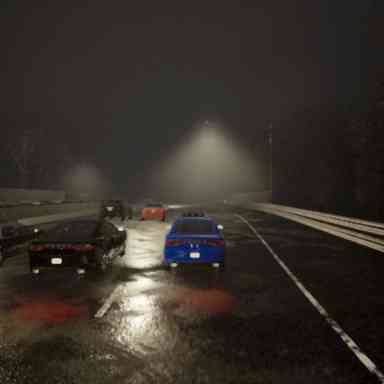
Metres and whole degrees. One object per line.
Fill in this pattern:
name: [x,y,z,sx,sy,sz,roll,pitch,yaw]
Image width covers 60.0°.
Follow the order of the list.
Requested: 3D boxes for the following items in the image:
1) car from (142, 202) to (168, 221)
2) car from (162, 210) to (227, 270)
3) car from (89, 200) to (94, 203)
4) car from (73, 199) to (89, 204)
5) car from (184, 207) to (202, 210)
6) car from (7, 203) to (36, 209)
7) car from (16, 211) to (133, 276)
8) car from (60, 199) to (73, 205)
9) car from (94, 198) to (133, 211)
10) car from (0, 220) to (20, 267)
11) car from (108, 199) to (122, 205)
car: [-3.412,1.733,31.355,2.097,1.767,4.553,0,-1,0]
car: [0.089,1.617,11.601,1.882,1.535,5.008,0,-1,0]
car: [-21.022,2.355,74.871,1.994,1.385,4.181,0,-1,0]
car: [-24.522,2.261,75.701,2.128,1.511,4.902,0,-1,0]
car: [0.089,1.966,30.067,1.895,1.301,4.718,0,-1,0]
car: [-17.604,1.925,34.348,1.837,1.490,4.892,0,-1,0]
car: [-3.413,1.608,10.881,1.882,1.535,5.008,0,0,0]
car: [-28.022,2.328,74.869,2.128,1.511,4.902,0,-1,0]
car: [-6.910,1.595,30.710,2.150,2.045,5.566,0,-1,0]
car: [-6.907,1.688,11.721,2.033,1.411,5.357,0,-1,0]
car: [-17.522,2.276,75.703,2.033,1.411,5.357,0,-1,0]
